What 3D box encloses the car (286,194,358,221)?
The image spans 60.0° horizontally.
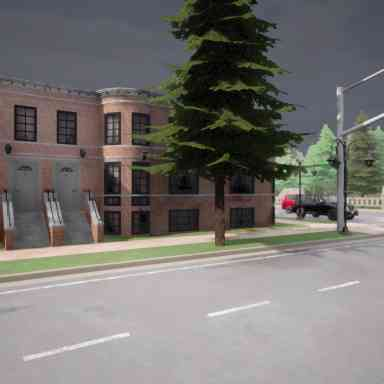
[{"bbox_3d":[10.933,1.221,27.782,2.150,2.045,5.566,0,0,-28],"label":"car"}]

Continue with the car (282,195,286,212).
[{"bbox_3d":[11.598,1.221,33.556,2.150,2.045,5.566,0,0,-30],"label":"car"}]
